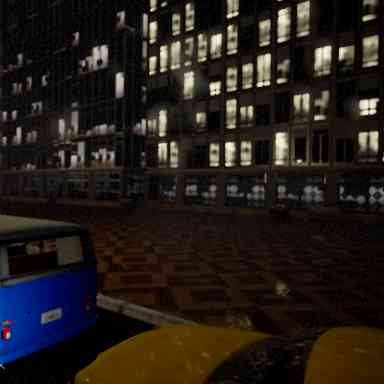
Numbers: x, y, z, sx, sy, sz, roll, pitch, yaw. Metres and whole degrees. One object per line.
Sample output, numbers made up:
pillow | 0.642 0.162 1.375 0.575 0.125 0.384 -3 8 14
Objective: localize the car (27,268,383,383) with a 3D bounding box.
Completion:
car | 1.127 1.523 2.064 4.829 1.417 1.752 1 1 35

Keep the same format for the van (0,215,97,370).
van | -3.232 1.263 5.171 3.998 1.788 1.690 1 1 35
